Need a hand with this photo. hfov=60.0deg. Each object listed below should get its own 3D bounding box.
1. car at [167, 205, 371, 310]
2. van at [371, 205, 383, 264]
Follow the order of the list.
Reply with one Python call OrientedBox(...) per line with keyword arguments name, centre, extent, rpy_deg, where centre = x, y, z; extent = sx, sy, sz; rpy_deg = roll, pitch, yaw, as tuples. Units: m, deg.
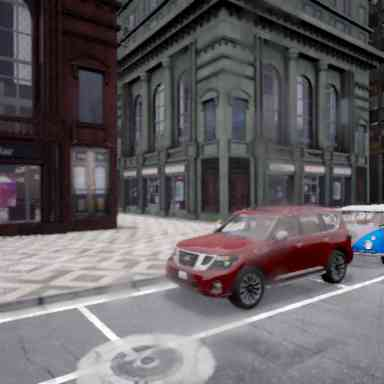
OrientedBox(name="car", centre=(1.871, 1.306, 7.989), extent=(5.009, 1.841, 2.192), rpy_deg=(0, 0, -36))
OrientedBox(name="van", centre=(6.459, 1.323, 11.265), extent=(3.998, 1.788, 1.690), rpy_deg=(0, 0, -36))
